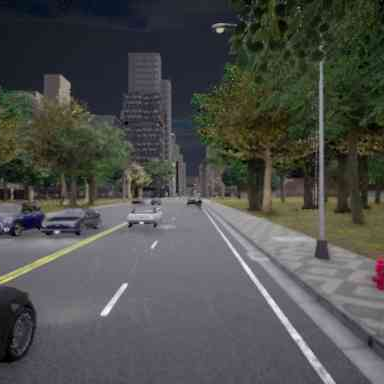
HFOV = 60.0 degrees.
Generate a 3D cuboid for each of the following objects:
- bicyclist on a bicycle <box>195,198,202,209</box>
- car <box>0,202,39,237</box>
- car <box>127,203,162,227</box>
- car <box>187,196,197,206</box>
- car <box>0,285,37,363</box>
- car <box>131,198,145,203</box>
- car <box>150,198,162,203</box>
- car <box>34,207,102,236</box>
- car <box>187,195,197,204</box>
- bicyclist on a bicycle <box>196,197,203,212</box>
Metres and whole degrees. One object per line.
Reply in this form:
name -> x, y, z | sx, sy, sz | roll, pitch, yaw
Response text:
bicyclist on a bicycle -> 0.897, 1.590, 46.391 | 0.866, 1.612, 1.509 | 0, 0, 0
car -> -9.847, 1.386, 18.285 | 2.097, 1.767, 4.553 | 0, 0, 0
car -> -3.148, 1.651, 22.998 | 1.895, 1.301, 4.718 | 0, 0, 0
car -> 0.045, 1.728, 59.389 | 1.837, 1.490, 4.892 | 0, 0, 0
car -> -3.163, 1.528, 2.916 | 1.812, 1.442, 4.674 | 0, 0, 0
car -> -9.769, 1.830, 60.694 | 1.895, 1.301, 4.718 | 0, 0, 1
car -> -6.519, 1.777, 60.764 | 2.033, 1.411, 5.357 | 0, 0, 1
car -> -6.598, 1.584, 18.921 | 2.033, 1.411, 5.357 | 0, 0, 0
car -> 0.006, 1.678, 75.638 | 2.097, 1.767, 4.553 | 0, 0, 0
bicyclist on a bicycle -> 0.897, 1.482, 37.245 | 0.659, 1.776, 1.843 | 0, 0, 0
